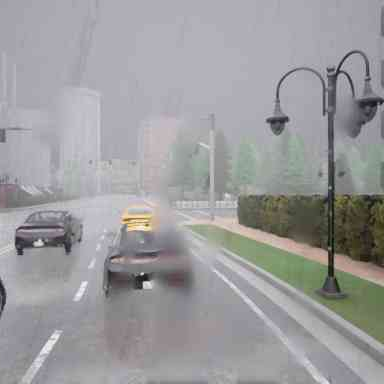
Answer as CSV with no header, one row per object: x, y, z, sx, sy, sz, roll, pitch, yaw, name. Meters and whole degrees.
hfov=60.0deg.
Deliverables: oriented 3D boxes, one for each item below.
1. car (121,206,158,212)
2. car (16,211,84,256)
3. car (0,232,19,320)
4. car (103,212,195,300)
-2.892,1.478,18.262,1.882,1.535,5.008,0,0,-10,car
-5.539,1.492,13.340,2.128,1.511,4.902,0,0,-12,car
-3.991,1.526,3.920,1.812,1.442,4.674,0,0,-6,car
-1.135,1.492,8.509,2.128,1.511,4.902,0,0,-9,car
